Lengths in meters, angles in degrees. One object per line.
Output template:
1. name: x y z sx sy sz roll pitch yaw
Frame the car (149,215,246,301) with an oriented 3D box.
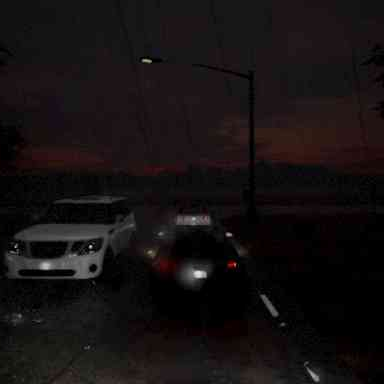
1. car: 0.103 1.502 8.256 1.994 1.385 4.181 0 0 0

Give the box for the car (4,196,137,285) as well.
1. car: -3.000 1.150 9.588 2.150 2.045 5.566 0 0 0

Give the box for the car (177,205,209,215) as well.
1. car: 0.044 1.456 20.115 1.895 1.301 4.718 0 0 -1
